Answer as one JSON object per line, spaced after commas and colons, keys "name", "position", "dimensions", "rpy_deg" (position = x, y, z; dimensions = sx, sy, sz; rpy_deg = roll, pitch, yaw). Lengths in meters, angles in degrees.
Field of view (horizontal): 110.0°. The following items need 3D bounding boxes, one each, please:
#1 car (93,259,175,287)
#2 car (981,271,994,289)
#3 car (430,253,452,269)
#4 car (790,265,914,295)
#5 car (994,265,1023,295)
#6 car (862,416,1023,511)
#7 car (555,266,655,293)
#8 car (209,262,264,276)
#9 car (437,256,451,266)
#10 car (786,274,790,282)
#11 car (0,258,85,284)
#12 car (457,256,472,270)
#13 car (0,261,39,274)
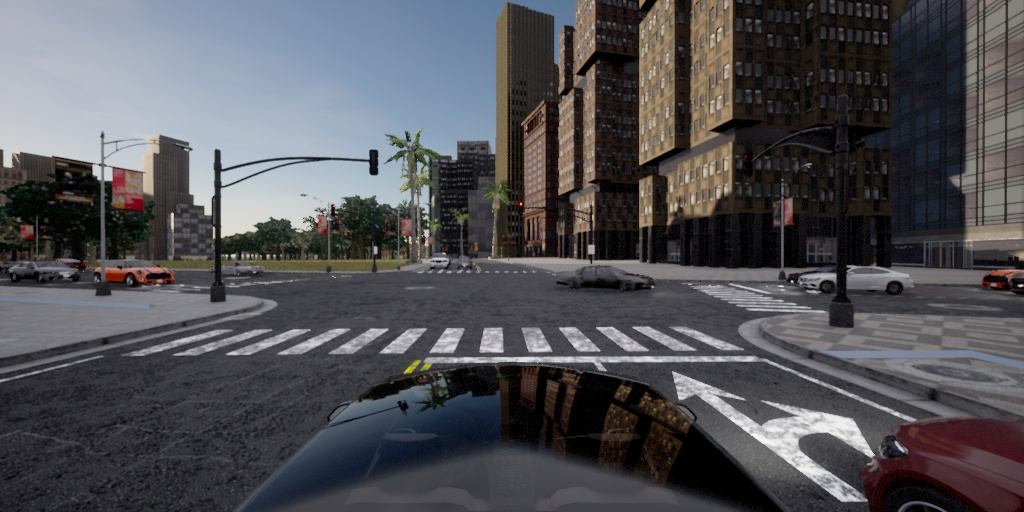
{"name": "car", "position": [-24.560, 1.004, 23.352], "dimensions": [4.553, 1.767, 2.097], "rpy_deg": [0, 0, 15]}
{"name": "car", "position": [29.247, 1.039, 19.582], "dimensions": [4.553, 1.767, 2.097], "rpy_deg": [0, 0, 15]}
{"name": "car", "position": [-9.385, 0.626, 46.777], "dimensions": [2.150, 2.045, 5.566], "rpy_deg": [0, 1, -8]}
{"name": "car", "position": [18.170, 1.219, 19.137], "dimensions": [4.674, 1.442, 1.812], "rpy_deg": [0, 0, 15]}
{"name": "car", "position": [26.630, 1.263, 16.914], "dimensions": [4.181, 1.385, 1.994], "rpy_deg": [0, 0, 14]}
{"name": "car", "position": [3.265, 1.276, 0.413], "dimensions": [1.812, 1.442, 4.674], "rpy_deg": [0, 0, 0]}
{"name": "car", "position": [5.138, 1.249, 20.255], "dimensions": [5.357, 1.411, 2.033], "rpy_deg": [0, 0, 34]}
{"name": "car", "position": [-26.114, 1.203, 34.012], "dimensions": [4.718, 1.301, 1.895], "rpy_deg": [0, 0, 15]}
{"name": "car", "position": [-10.698, 0.755, 56.830], "dimensions": [1.882, 1.535, 5.008], "rpy_deg": [0, 1, -8]}
{"name": "car", "position": [20.224, 1.228, 21.991], "dimensions": [5.357, 1.411, 2.033], "rpy_deg": [0, 0, 12]}
{"name": "car", "position": [-33.476, 1.121, 25.702], "dimensions": [4.902, 1.511, 2.128], "rpy_deg": [0, 0, 15]}
{"name": "car", "position": [-5.998, 0.912, 45.723], "dimensions": [2.128, 1.511, 4.902], "rpy_deg": [0, 1, -7]}
{"name": "car", "position": [-52.720, 1.156, 37.699], "dimensions": [4.718, 1.301, 1.895], "rpy_deg": [0, 0, 15]}
